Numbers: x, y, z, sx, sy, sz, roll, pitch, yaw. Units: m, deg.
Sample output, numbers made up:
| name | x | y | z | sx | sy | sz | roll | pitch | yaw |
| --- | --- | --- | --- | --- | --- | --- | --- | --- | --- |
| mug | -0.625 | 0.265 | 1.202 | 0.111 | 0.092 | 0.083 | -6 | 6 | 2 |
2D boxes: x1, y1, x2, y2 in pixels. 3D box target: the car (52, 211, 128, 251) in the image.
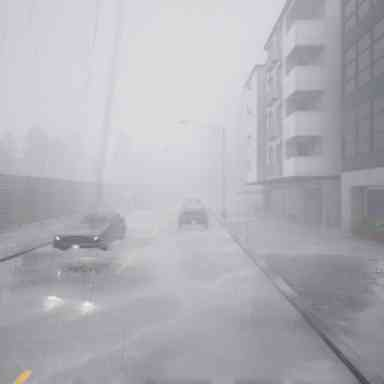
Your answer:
| name | x | y | z | sx | sy | sz | roll | pitch | yaw |
| --- | --- | --- | --- | --- | --- | --- | --- | --- | --- |
| car | -4.061 | 1.538 | 14.297 | 2.033 | 1.411 | 5.357 | 0 | 0 | 0 |

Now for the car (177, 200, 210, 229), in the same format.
| name | x | y | z | sx | sy | sz | roll | pitch | yaw |
| --- | --- | --- | --- | --- | --- | --- | --- | --- | --- |
| car | 0.093 | 1.492 | 21.738 | 1.837 | 1.490 | 4.892 | 0 | 0 | 0 |

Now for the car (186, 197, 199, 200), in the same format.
| name | x | y | z | sx | sy | sz | roll | pitch | yaw |
| --- | --- | --- | --- | --- | --- | --- | --- | --- | --- |
| car | 0.088 | 1.326 | 38.669 | 2.097 | 1.767 | 4.553 | 0 | 0 | 0 |

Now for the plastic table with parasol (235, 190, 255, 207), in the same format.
| name | x | y | z | sx | sy | sz | roll | pitch | yaw |
| --- | --- | --- | --- | --- | --- | --- | --- | --- | --- |
| plastic table with parasol | 7.767 | 0.895 | 48.742 | 2.482 | 2.480 | 2.482 | 0 | 0 | 0 |
